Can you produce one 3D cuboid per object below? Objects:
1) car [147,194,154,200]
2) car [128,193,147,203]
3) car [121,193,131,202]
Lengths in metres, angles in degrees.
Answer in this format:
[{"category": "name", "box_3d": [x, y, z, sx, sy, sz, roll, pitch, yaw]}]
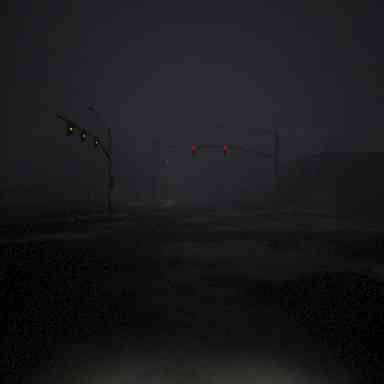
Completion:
[{"category": "car", "box_3d": [-11.532, 1.419, 91.740, 1.882, 1.535, 5.008, 0, 0, 0]}, {"category": "car", "box_3d": [-11.525, 1.495, 70.958, 2.033, 1.411, 5.357, 0, 0, 0]}, {"category": "car", "box_3d": [-15.027, 1.175, 78.176, 2.150, 2.045, 5.566, 0, 0, 0]}]
